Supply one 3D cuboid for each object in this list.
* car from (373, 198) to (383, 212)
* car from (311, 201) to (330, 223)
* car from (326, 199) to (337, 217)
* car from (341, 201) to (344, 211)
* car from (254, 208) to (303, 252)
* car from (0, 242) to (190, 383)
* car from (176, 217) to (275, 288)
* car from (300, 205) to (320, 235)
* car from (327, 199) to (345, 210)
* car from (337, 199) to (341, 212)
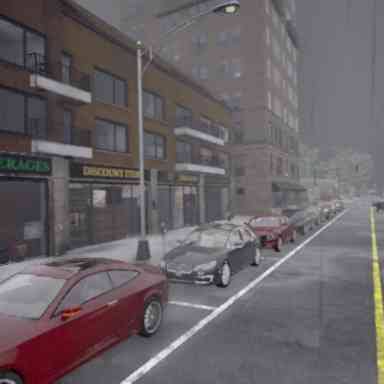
[{"bbox_3d":[21.990,1.404,37.855,1.882,1.535,5.008,-2,-1,29],"label":"car"},{"bbox_3d":[8.525,1.627,24.167,2.008,1.369,4.403,-2,-1,28],"label":"car"},{"bbox_3d":[11.125,1.513,29.036,1.967,1.590,4.097,-2,-1,28],"label":"car"},{"bbox_3d":[16.330,1.509,38.769,1.967,1.590,4.097,-2,-1,28],"label":"car"},{"bbox_3d":[3.320,1.631,14.435,1.887,1.381,4.507,-2,-1,28],"label":"car"},{"bbox_3d":[-1.884,1.681,4.701,1.802,1.307,4.206,-2,-1,28],"label":"car"},{"bbox_3d":[0.718,1.643,9.568,2.008,1.369,4.403,-2,-1,28],"label":"car"},{"bbox_3d":[5.923,1.647,19.301,1.947,1.339,4.313,-2,-1,28],"label":"car"},{"bbox_3d":[18.936,1.649,43.634,1.802,1.307,4.206,-2,-1,28],"label":"car"},{"bbox_3d":[13.649,1.596,33.751,1.752,1.417,4.829,-2,-1,28],"label":"car"}]
